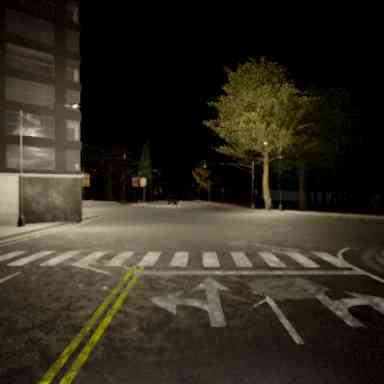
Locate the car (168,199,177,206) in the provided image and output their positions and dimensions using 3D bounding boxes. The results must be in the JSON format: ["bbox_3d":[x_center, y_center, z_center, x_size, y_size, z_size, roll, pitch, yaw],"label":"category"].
[{"bbox_3d":[-4.111,2.116,70.361,1.812,1.442,4.674,0,-1,-2],"label":"car"}]
